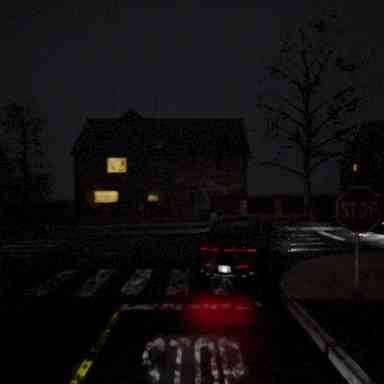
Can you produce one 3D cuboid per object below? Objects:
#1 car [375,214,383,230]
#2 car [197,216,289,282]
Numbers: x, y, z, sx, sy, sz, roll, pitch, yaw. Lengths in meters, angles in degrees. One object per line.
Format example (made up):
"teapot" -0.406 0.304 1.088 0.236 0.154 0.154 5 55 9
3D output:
"car" 11.006 1.236 15.762 4.181 1.385 1.994 -1 1 0
"car" 1.655 1.483 9.978 1.837 1.490 4.892 -2 1 22
